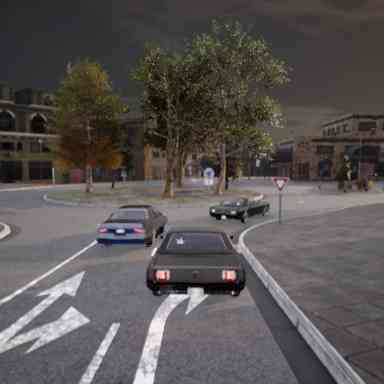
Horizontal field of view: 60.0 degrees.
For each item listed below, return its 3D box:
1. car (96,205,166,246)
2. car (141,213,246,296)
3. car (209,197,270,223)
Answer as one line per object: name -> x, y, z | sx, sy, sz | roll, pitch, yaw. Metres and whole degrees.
car -> -2.225, 1.240, 13.604 | 2.033, 1.411, 5.357 | 0, 3, 4
car -> 0.118, 1.490, 8.344 | 1.895, 1.301, 4.718 | 0, 2, 1
car -> 3.011, 0.942, 19.868 | 1.895, 1.301, 4.718 | 3, 6, 35
